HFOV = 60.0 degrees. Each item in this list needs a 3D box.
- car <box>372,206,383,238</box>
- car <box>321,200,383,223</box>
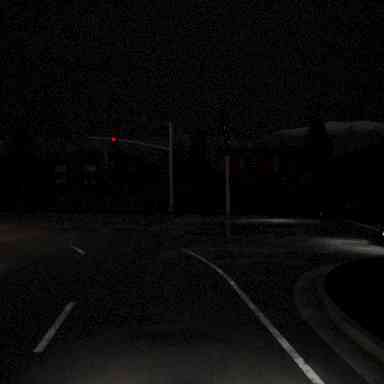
[{"bbox_3d":[10.084,1.439,13.160,4.674,1.442,1.812,0,0,8],"label":"car"},{"bbox_3d":[11.733,1.342,23.528,4.902,1.511,2.128,0,0,8],"label":"car"}]
